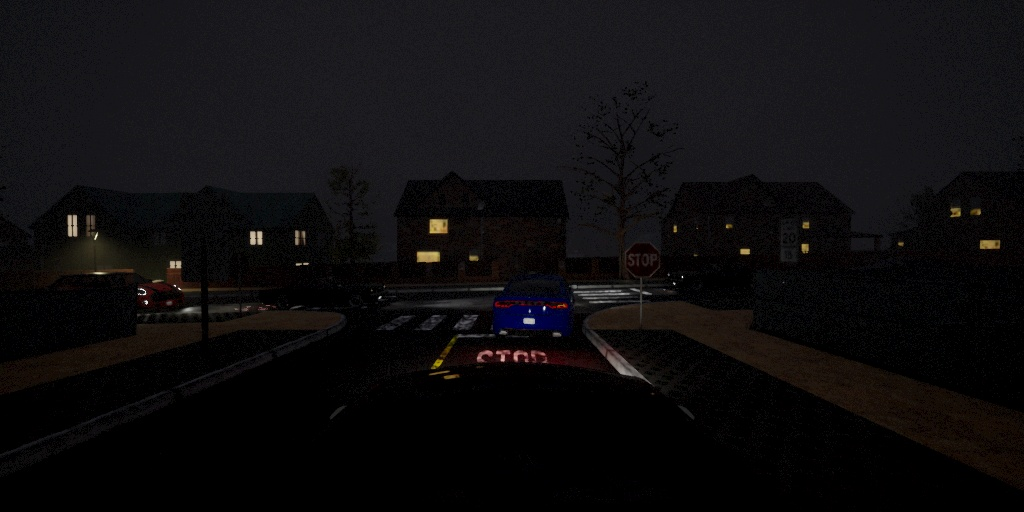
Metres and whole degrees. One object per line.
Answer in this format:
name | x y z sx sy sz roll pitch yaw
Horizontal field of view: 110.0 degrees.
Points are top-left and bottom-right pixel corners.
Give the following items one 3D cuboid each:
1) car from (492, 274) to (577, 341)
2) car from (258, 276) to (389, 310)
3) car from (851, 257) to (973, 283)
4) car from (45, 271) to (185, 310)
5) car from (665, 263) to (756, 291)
car | 0.780 1.226 10.029 1.882 1.535 5.008 0 0 10
car | -7.821 1.506 15.231 4.718 1.301 1.895 -1 1 0
car | 20.045 0.753 18.213 5.357 1.411 2.033 -1 1 0
car | -16.808 1.471 15.217 4.553 1.767 2.097 -1 1 0
car | 10.399 1.034 18.171 4.718 1.301 1.895 -1 1 -1
